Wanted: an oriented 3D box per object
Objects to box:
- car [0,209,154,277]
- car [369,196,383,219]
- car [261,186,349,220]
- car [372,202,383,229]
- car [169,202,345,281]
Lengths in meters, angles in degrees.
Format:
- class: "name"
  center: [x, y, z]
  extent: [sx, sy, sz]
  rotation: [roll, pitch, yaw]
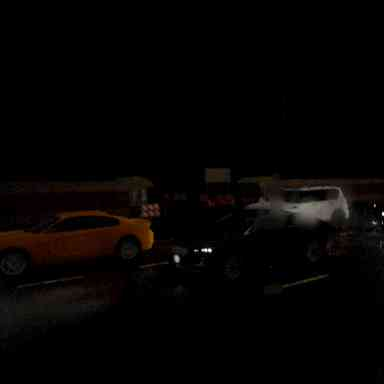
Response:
- class: "car"
  center: [-3.611, 1.328, 9.965]
  extent: [5.008, 1.535, 1.882]
  rotation: [-2, 1, -32]
- class: "car"
  center: [13.267, 0.870, 20.682]
  extent: [4.718, 1.301, 1.895]
  rotation: [-2, 2, -32]
- class: "car"
  center: [4.856, 0.780, 15.341]
  extent: [5.566, 2.045, 2.150]
  rotation: [-2, 2, -32]
- class: "car"
  center: [10.369, 0.814, 14.693]
  extent: [4.553, 1.767, 2.097]
  rotation: [-2, 2, -33]
- class: "car"
  center: [1.709, 1.252, 9.199]
  extent: [4.902, 1.511, 2.128]
  rotation: [-2, 1, -32]
